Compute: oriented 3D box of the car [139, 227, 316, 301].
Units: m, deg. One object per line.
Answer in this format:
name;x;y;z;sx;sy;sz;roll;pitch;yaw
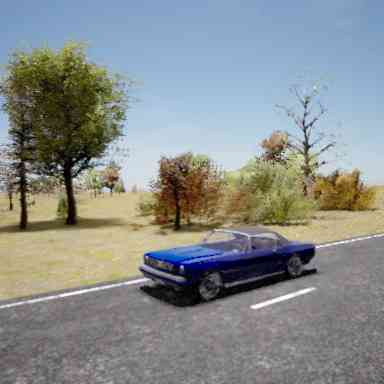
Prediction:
car;1.070;1.627;8.575;4.718;1.301;1.895;-1;0;-37
